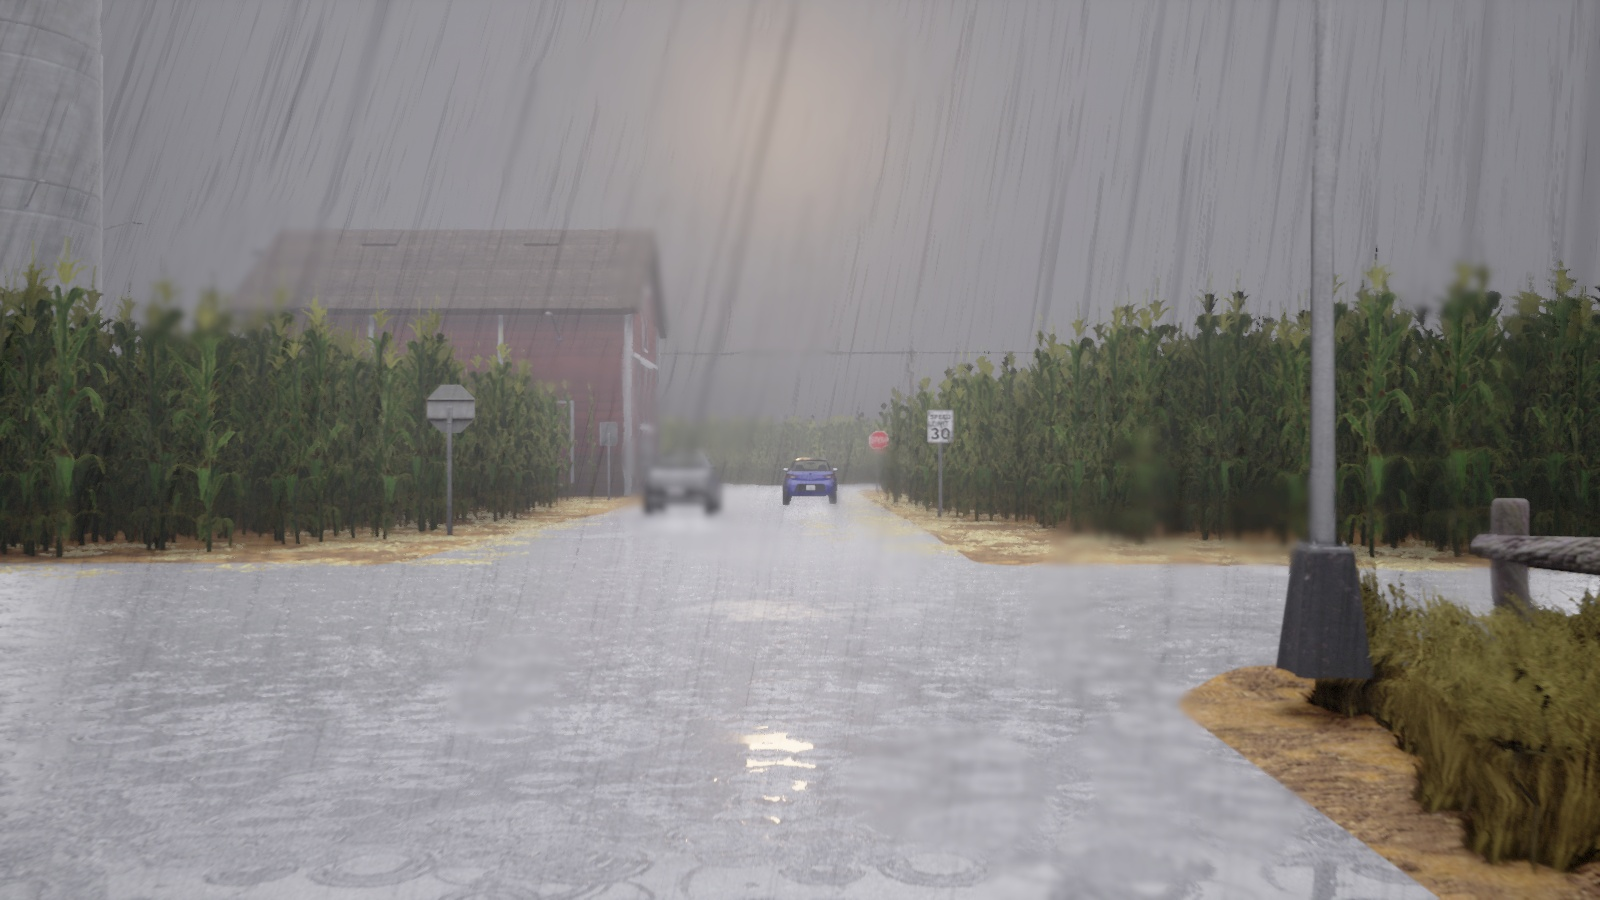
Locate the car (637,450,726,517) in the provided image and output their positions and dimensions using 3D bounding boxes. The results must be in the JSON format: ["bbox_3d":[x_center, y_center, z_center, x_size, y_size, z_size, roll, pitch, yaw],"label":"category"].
[{"bbox_3d":[-2.841,0.797,30.710,1.789,1.549,3.705,0,-1,0],"label":"car"}]

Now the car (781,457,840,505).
[{"bbox_3d":[0.337,0.978,40.423,1.816,1.474,4.193,0,-1,0],"label":"car"}]
